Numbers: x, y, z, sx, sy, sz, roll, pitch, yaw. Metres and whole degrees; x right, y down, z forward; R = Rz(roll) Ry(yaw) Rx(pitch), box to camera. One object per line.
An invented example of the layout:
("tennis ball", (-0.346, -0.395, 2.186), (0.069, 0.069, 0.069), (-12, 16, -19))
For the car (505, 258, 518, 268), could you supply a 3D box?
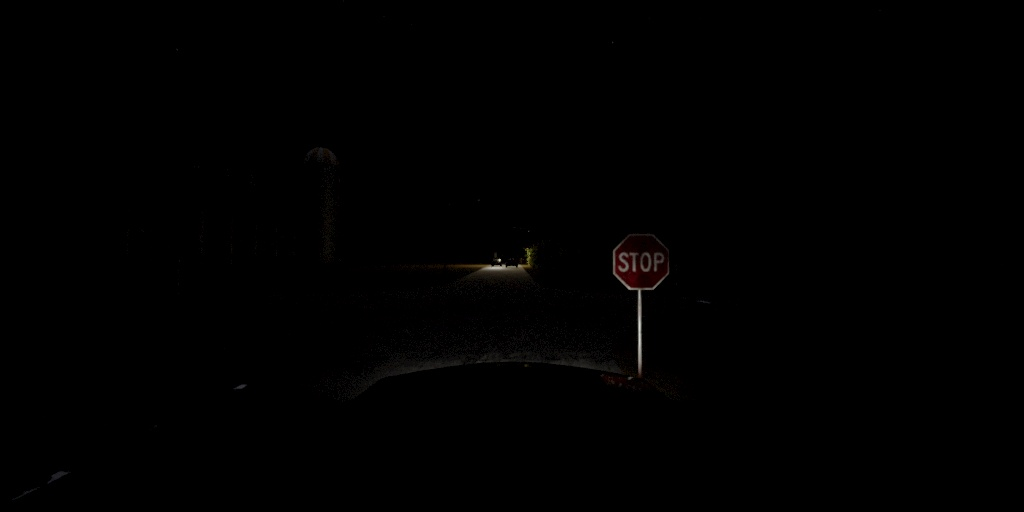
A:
("car", (-0.056, 1.086, 61.758), (2.097, 1.767, 4.553), (0, 0, 0))
